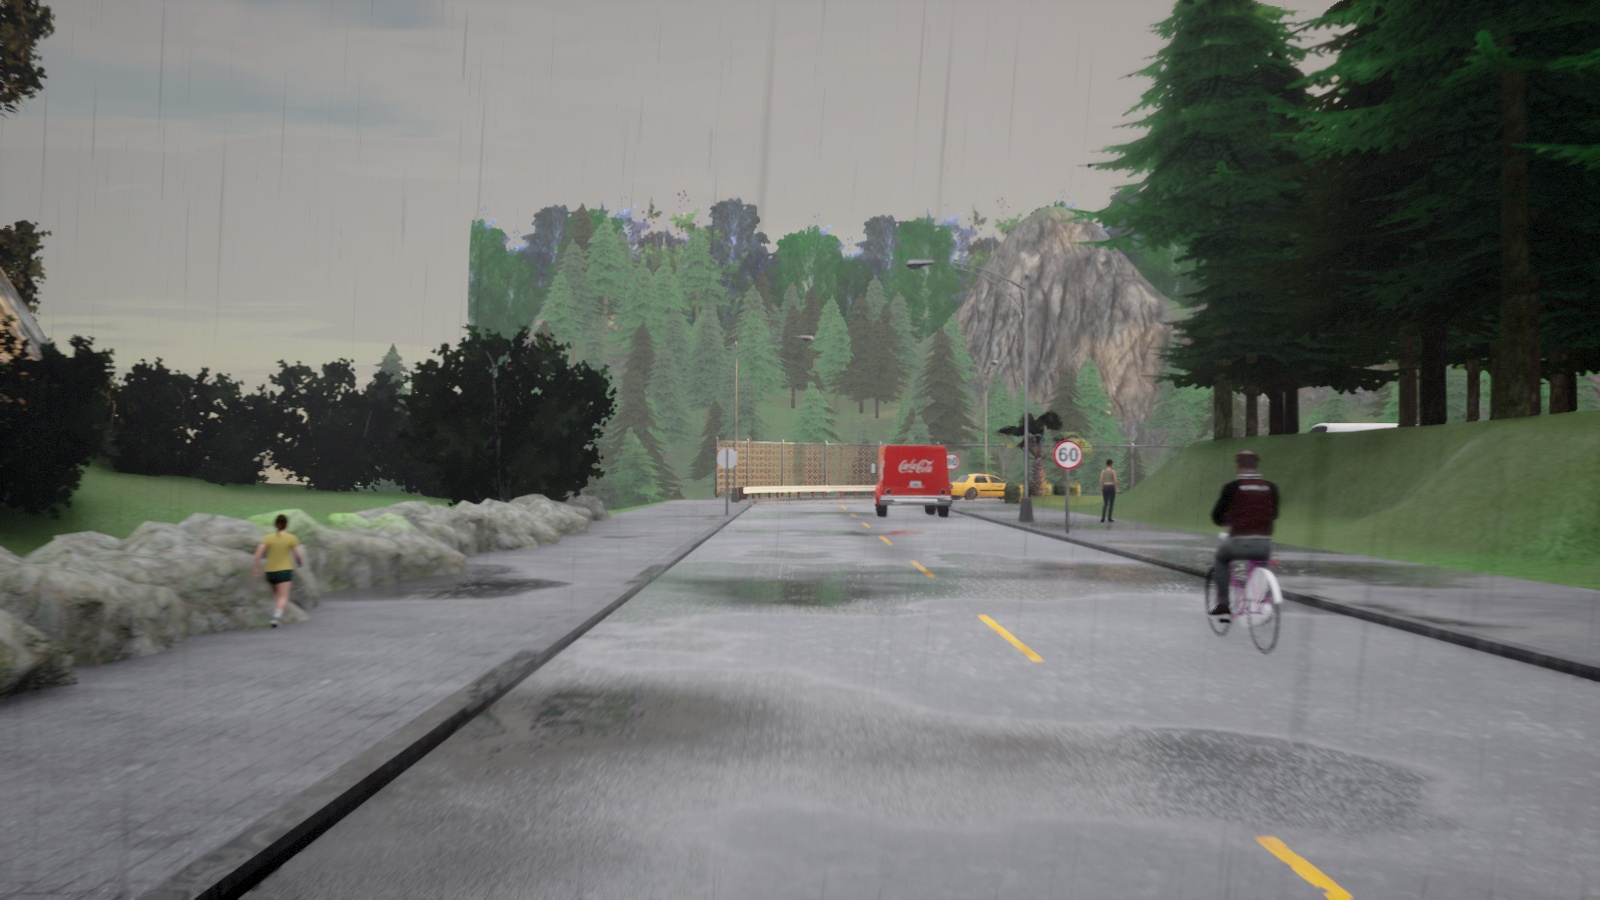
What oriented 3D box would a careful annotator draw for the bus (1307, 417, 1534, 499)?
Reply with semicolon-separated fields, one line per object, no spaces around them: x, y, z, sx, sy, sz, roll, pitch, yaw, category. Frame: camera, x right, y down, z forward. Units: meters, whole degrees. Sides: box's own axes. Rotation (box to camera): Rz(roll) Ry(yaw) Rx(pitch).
33.418;0.448;68.017;10.273;4.253;3.944;0;-1;3;bus

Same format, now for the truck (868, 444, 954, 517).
3.894;1.068;45.048;2.627;2.467;5.204;0;-1;0;truck

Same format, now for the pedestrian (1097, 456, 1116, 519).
9.017;1.109;36.913;0.345;1.836;0.594;-1;-1;33;pedestrian

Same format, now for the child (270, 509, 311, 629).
-4.867;1.126;12.009;0.255;1.110;0.394;0;-1;-4;child

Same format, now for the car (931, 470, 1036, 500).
9.862;1.848;67.363;5.366;1.575;1.801;0;-1;-20;car

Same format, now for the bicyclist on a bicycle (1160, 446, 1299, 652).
3.972;0.867;11.764;0.659;1.776;1.843;0;-1;0;bicyclist on a bicycle
